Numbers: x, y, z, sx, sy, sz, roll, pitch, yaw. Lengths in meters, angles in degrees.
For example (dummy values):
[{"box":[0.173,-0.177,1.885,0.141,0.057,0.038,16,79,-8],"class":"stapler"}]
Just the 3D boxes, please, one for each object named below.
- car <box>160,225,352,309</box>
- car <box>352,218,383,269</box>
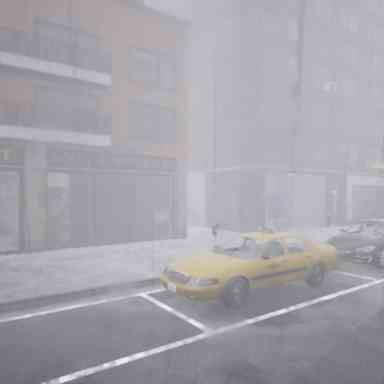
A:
[{"box":[1.577,1.552,7.888,4.829,1.417,1.752,0,0,-35],"class":"car"},{"box":[6.271,1.604,11.236,4.403,1.369,2.008,0,0,-35],"class":"car"}]
